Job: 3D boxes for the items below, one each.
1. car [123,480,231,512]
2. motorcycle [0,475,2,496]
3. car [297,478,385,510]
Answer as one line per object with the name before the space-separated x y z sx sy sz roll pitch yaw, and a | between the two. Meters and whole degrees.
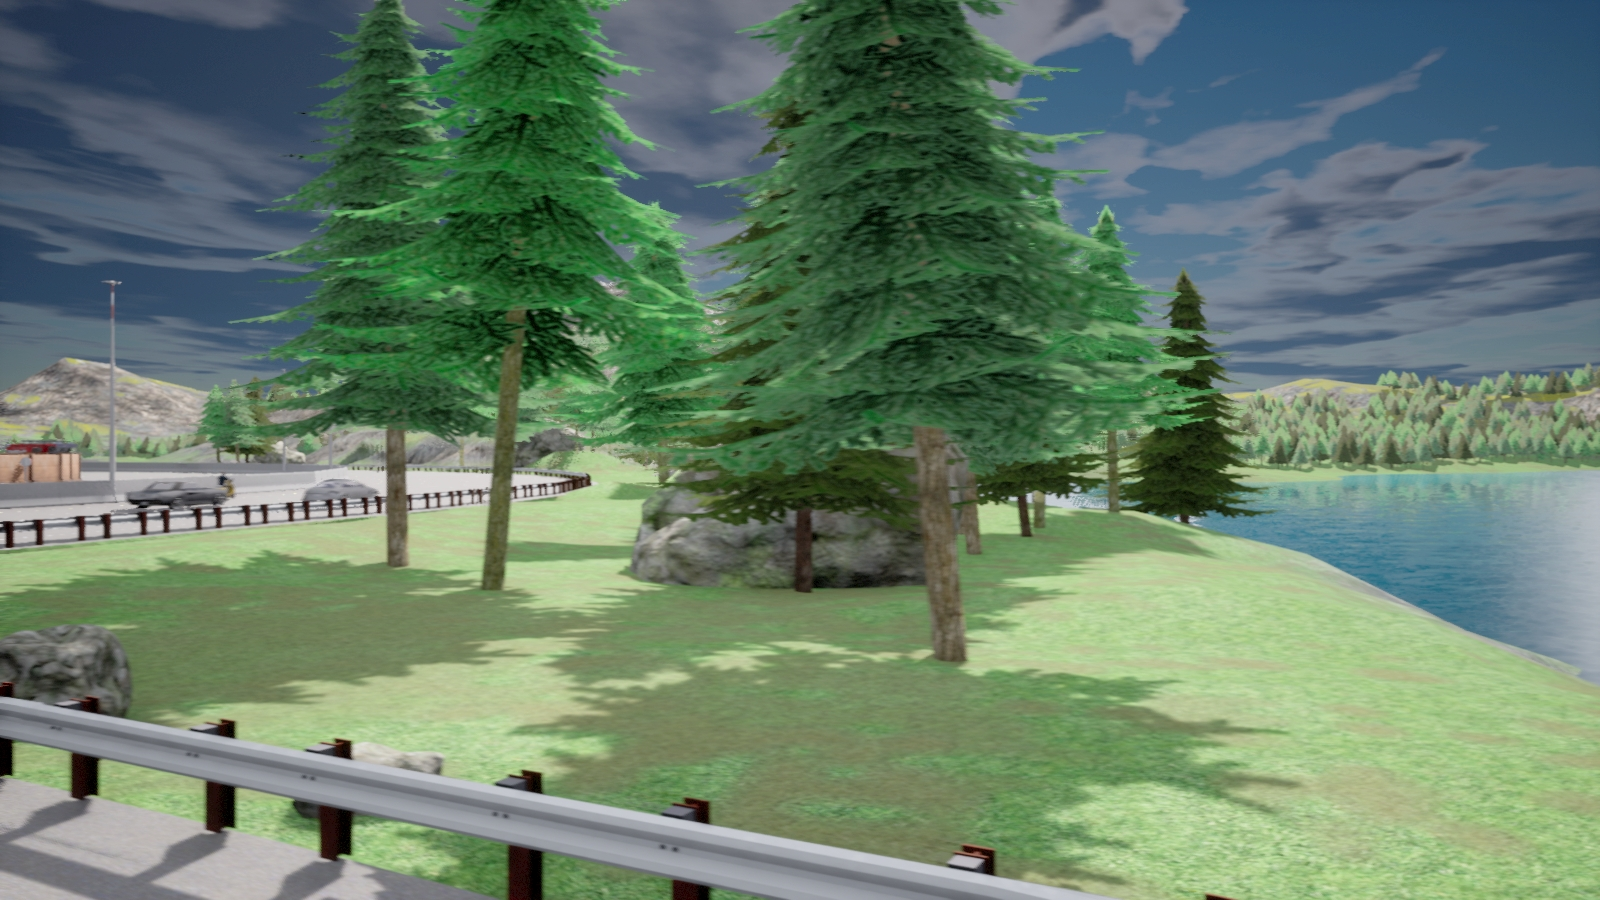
car | -29.319 2.123 53.955 1.895 1.301 4.718 0 0 11
motorcycle | -47.795 2.141 66.787 0.856 1.236 1.805 -2 0 8
car | -21.999 2.087 54.953 1.994 1.385 4.181 0 0 10
